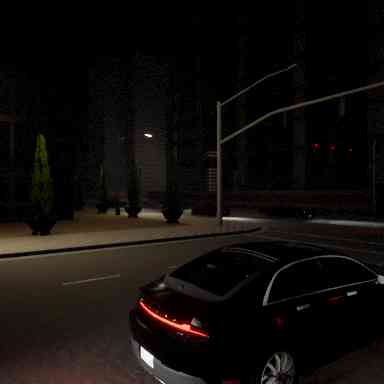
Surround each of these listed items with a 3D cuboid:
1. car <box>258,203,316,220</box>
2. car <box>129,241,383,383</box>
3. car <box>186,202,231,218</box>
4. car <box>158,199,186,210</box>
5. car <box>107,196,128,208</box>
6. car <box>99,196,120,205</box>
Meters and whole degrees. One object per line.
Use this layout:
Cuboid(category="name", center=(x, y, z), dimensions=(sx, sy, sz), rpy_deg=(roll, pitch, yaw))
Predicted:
Cuboid(category="car", center=(8.171, 1.656, 28.752), dimensions=(1.895, 1.301, 4.718), rpy_deg=(0, 0, -41))
Cuboid(category="car", center=(1.506, 1.505, 4.930), dimensions=(4.892, 1.490, 1.837), rpy_deg=(0, 0, -35))
Cuboid(category="car", center=(1.734, 1.618, 31.124), dimensions=(1.994, 1.385, 4.181), rpy_deg=(0, 0, -36))
Cuboid(category="car", center=(-2.628, 1.560, 43.113), dimensions=(1.837, 1.490, 4.892), rpy_deg=(0, 0, -36))
Cuboid(category="car", center=(-11.134, 1.656, 48.906), dimensions=(1.895, 1.301, 4.718), rpy_deg=(0, 0, -36))
Cuboid(category="car", center=(-15.000, 1.535, 60.343), dimensions=(1.882, 1.535, 5.008), rpy_deg=(0, 0, -36))
